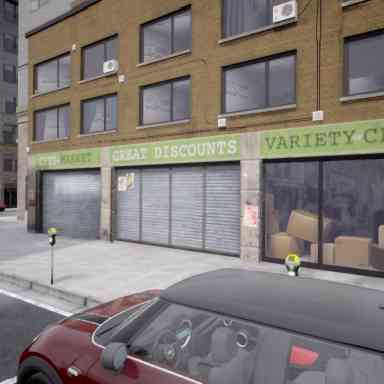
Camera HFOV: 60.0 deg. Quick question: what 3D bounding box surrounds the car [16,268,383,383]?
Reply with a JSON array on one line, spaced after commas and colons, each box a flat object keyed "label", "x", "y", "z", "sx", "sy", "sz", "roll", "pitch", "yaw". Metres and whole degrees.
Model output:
[{"label": "car", "x": 0.247, "y": 1.440, "z": 2.889, "sx": 4.097, "sy": 1.590, "sz": 1.967, "roll": 0, "pitch": 1, "yaw": 35}]

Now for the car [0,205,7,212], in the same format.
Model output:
[{"label": "car", "x": -19.421, "y": 1.458, "z": 29.770, "sx": 1.895, "sy": 1.301, "sz": 4.718, "roll": 1, "pitch": 1, "yaw": 34}]
